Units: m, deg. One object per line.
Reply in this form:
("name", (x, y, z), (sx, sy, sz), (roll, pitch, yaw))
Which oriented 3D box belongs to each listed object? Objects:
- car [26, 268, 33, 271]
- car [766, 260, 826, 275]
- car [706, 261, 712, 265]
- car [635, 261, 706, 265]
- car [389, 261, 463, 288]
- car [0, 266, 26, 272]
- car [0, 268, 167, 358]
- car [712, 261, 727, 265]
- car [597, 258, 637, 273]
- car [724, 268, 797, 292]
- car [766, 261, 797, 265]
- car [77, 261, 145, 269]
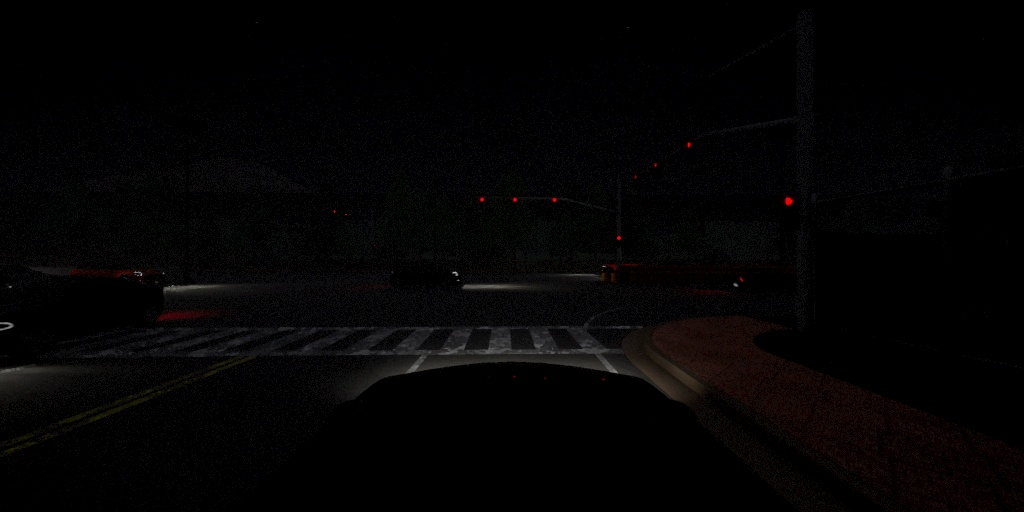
("car", (-27.347, 1.246, 19.210), (4.892, 1.490, 1.837), (0, 0, -2))
("car", (30.583, 1.242, 38.719), (4.902, 1.511, 2.128), (0, 0, -2))
("car", (16.349, 1.276, 34.779), (4.674, 1.442, 1.812), (0, 0, -2))
("car", (13.705, 1.255, 31.196), (4.892, 1.490, 1.837), (0, 0, -2))
("car", (-5.498, 1.102, 23.392), (4.553, 1.767, 2.097), (0, 0, -2))
("car", (-25.648, 1.293, 15.749), (5.357, 1.411, 2.033), (0, 0, -3))
("car", (-10.704, 1.228, 8.449), (1.882, 1.535, 5.008), (1, 0, -15))
("car", (20.532, 1.255, 38.413), (4.892, 1.490, 1.837), (0, 0, -2))
("car", (11.415, 1.102, 38.128), (4.553, 1.767, 2.097), (0, 0, -2))
("car", (14.960, 1.351, 20.530), (4.718, 1.301, 1.895), (0, 0, -2))
("car", (22.960, 1.351, 31.485), (4.718, 1.301, 1.895), (0, 0, -2))
("car", (-24.900, 1.097, 22.787), (4.553, 1.767, 2.097), (0, 0, -2))
